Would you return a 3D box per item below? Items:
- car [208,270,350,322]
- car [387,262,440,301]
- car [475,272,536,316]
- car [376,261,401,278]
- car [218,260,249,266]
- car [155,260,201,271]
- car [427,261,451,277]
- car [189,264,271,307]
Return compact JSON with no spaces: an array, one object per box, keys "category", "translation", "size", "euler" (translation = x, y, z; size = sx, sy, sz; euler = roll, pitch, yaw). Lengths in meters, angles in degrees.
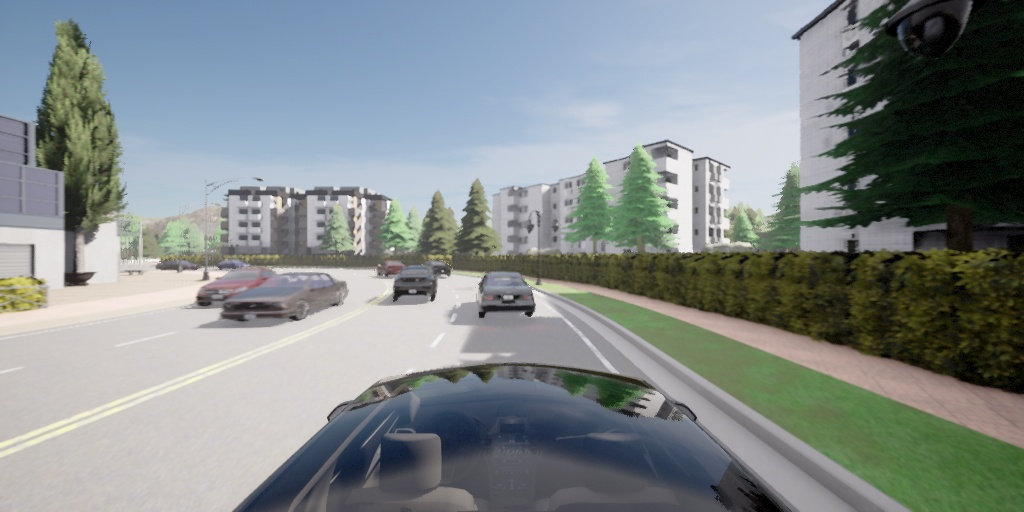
[{"category":"car","translation":[-7.438,1.283,12.539],"size":[2.033,1.411,5.357],"euler":[0,0,-5]},{"category":"car","translation":[-4.562,1.233,17.282],"size":[1.837,1.490,4.892],"euler":[0,0,-11]},{"category":"car","translation":[-0.366,1.282,13.222],"size":[2.033,1.411,5.357],"euler":[0,0,-6]},{"category":"car","translation":[-11.373,1.185,33.732],"size":[1.882,1.535,5.008],"euler":[0,0,-33]},{"category":"car","translation":[-38.108,1.215,49.202],"size":[4.674,1.442,1.812],"euler":[0,0,17]},{"category":"car","translation":[-43.606,1.254,46.874],"size":[5.357,1.411,2.033],"euler":[0,0,9]},{"category":"car","translation":[-7.398,1.184,33.915],"size":[1.882,1.535,5.008],"euler":[0,0,-30]},{"category":"car","translation":[-11.488,1.258,15.654],"size":[1.812,1.442,4.674],"euler":[0,0,-12]}]
